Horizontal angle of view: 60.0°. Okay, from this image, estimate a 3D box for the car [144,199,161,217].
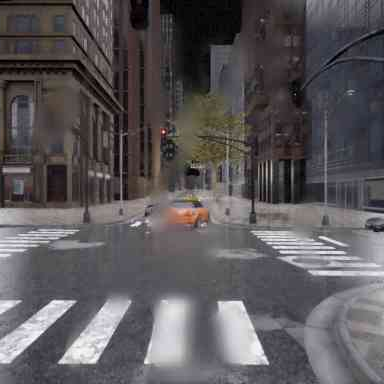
[{"bbox_3d":[-3.128,1.490,30.310,1.994,1.385,4.181,0,0,0],"label":"car"}]

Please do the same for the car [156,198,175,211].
[{"bbox_3d":[-3.138,1.463,40.058,1.895,1.301,4.718,0,0,0],"label":"car"}]

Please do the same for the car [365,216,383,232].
[{"bbox_3d":[11.910,1.632,18.363,4.403,1.369,2.008,0,0,0],"label":"car"}]

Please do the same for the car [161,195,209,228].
[{"bbox_3d":[-0.194,1.323,22.282,2.097,1.767,4.553,0,0,13],"label":"car"}]

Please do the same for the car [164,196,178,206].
[{"bbox_3d":[-3.143,1.383,50.667,1.895,1.301,4.718,0,0,0],"label":"car"}]
